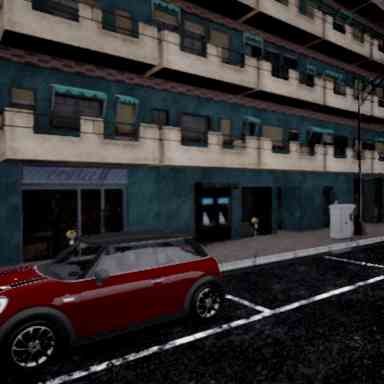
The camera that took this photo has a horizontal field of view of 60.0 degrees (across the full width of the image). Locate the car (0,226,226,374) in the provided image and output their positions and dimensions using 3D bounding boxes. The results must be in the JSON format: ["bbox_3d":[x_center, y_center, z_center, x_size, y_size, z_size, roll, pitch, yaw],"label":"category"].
[{"bbox_3d":[-1.459,1.432,5.530,4.097,1.590,1.967,0,0,-35],"label":"car"}]
